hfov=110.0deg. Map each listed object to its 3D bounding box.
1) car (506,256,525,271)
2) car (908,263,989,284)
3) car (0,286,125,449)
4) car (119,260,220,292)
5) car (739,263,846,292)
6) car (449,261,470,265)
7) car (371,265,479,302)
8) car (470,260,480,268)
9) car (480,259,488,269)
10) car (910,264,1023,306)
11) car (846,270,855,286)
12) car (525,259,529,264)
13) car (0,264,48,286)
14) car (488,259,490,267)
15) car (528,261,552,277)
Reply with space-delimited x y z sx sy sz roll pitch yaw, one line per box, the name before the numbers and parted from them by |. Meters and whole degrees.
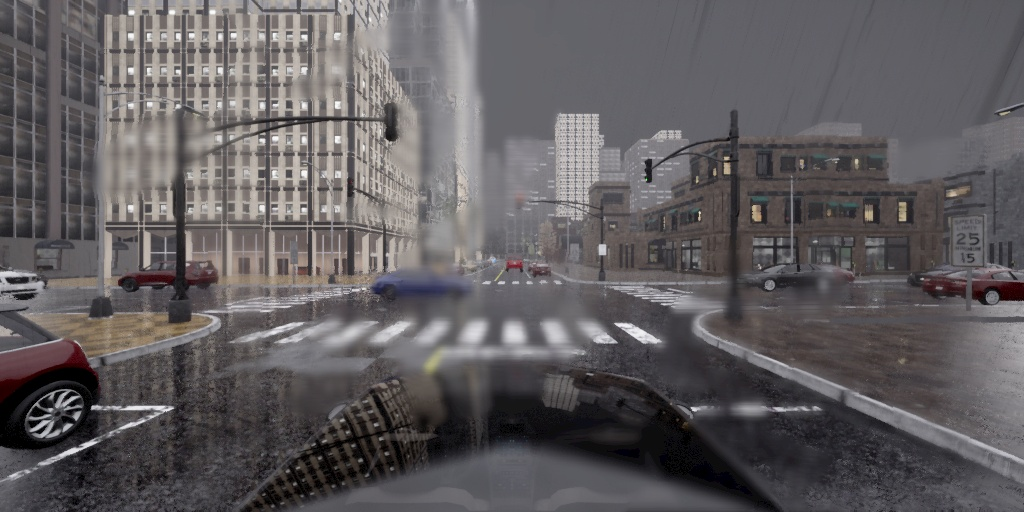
car | 0.341 0.992 48.612 2.150 2.045 5.566 0 0 0
car | 24.946 1.142 20.039 4.181 1.385 1.994 0 0 -1
car | -5.691 1.190 2.281 1.967 1.591 4.097 0 0 0
car | -21.019 1.204 22.165 5.009 1.841 2.192 0 0 -1
car | 15.143 1.148 19.934 4.892 1.490 1.837 0 0 -1
car | -5.522 1.342 34.748 1.802 1.307 4.207 0 0 0
car | -4.054 1.276 16.542 4.674 1.442 1.812 0 0 -1
car | -5.466 1.293 45.659 1.751 1.417 4.829 0 0 0
car | -5.406 1.327 56.911 2.007 1.370 4.403 0 0 0
car | 19.136 1.153 14.181 4.507 1.381 1.888 0 0 -1
car | 19.053 1.203 22.561 4.207 1.307 1.802 0 0 -1
car | 2.916 1.350 45.786 1.802 1.307 4.207 0 0 0
car | -25.147 1.133 16.333 5.566 2.045 2.150 -1 0 -1
car | -5.378 1.347 62.451 1.948 1.339 4.313 0 0 0
car | 2.859 1.305 34.704 1.888 1.381 4.507 0 0 0
